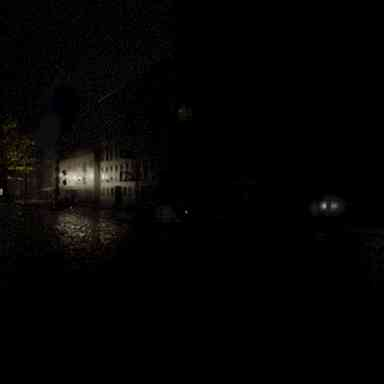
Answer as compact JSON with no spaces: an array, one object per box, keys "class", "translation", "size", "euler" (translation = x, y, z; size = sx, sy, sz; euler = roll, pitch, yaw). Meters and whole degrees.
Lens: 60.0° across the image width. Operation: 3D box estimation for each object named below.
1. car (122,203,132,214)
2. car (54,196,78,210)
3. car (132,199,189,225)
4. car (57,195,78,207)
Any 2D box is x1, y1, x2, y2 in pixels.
[{"class":"car","translation":[-4.980,1.553,32.665],"size":[2.033,1.411,5.357],"euler":[0,0,-36]},{"class":"car","translation":[-16.779,1.569,44.154],"size":[2.033,1.411,5.357],"euler":[0,0,-35]},{"class":"car","translation":[-2.160,1.332,23.701],"size":[2.097,1.767,4.553],"euler":[0,0,-36]},{"class":"car","translation":[-20.161,1.399,53.734],"size":[2.097,1.767,4.553],"euler":[0,0,-36]}]
